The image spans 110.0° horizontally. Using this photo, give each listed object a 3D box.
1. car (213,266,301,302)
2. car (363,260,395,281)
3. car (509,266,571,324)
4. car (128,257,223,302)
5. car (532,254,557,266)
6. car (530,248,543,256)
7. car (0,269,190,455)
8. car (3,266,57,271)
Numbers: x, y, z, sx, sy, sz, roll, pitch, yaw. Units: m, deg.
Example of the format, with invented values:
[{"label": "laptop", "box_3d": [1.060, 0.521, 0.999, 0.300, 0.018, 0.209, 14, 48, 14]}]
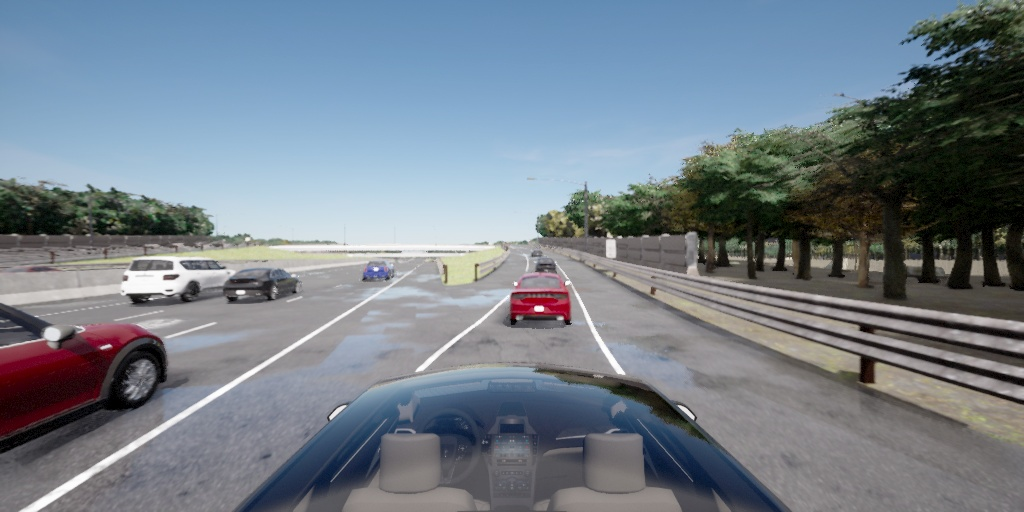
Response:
[{"label": "car", "box_3d": [-12.157, 1.320, 17.791, 1.837, 1.490, 4.892, 0, 0, -12]}, {"label": "car", "box_3d": [-11.465, 1.127, 31.102, 2.097, 1.767, 4.553, 0, 0, -12]}, {"label": "car", "box_3d": [1.024, 1.319, 12.585, 1.882, 1.535, 5.008, -1, 0, 6]}, {"label": "car", "box_3d": [-15.642, 1.060, 17.353, 2.150, 2.045, 5.566, 0, 0, -12]}, {"label": "car", "box_3d": [2.972, 0.867, 32.197, 1.837, 1.490, 4.892, -1, 2, 5]}, {"label": "car", "box_3d": [4.191, -0.609, 60.835, 2.128, 1.511, 4.902, -1, 3, 0]}, {"label": "car", "box_3d": [-5.678, 1.130, 3.193, 2.097, 1.767, 4.553, 0, 0, -12]}, {"label": "car", "box_3d": [-35.557, 1.458, 26.175, 1.812, 1.442, 4.674, 0, 0, -12]}]
